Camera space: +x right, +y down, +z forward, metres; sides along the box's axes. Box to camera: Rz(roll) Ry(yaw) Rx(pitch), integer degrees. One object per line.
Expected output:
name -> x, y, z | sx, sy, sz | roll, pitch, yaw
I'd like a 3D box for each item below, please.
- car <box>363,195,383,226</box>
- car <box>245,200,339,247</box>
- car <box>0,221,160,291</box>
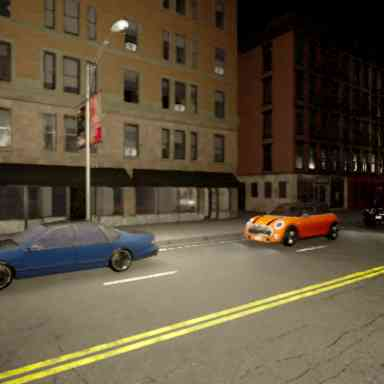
car -> 13.039, 1.095, 20.865 | 5.566, 2.045, 2.150 | 0, 0, -36
car -> 4.525, 1.283, 14.869 | 4.553, 1.767, 2.097 | 0, 0, -35
car -> -3.540, 1.534, 9.141 | 5.357, 1.411, 2.033 | 0, 0, -36
